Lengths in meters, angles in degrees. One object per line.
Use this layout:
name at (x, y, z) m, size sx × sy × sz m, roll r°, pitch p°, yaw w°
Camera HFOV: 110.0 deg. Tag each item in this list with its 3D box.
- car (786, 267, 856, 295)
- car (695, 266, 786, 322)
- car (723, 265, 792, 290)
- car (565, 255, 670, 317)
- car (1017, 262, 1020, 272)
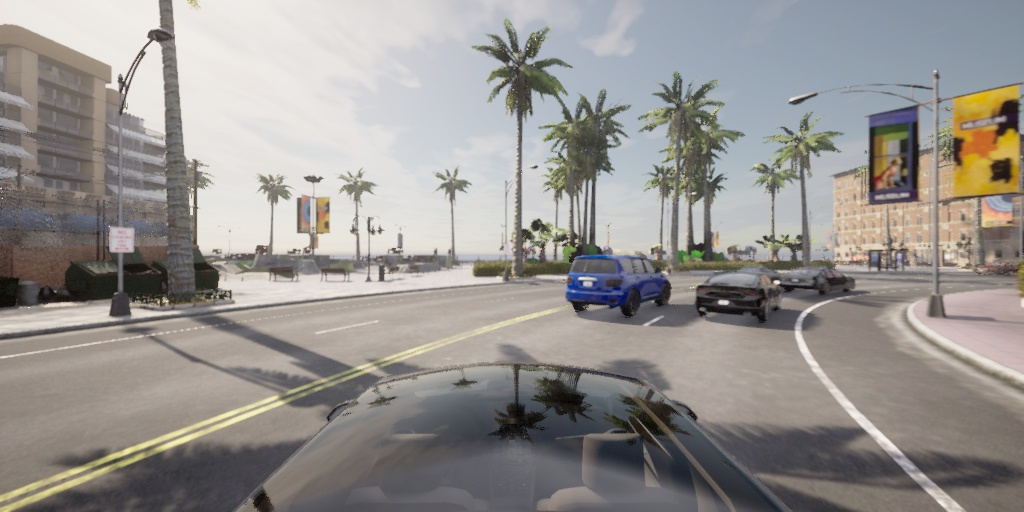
car at (16.841, 1.310, 19.799) m, size 5.357 × 1.411 × 2.033 m, roll 0°, pitch 0°, yaw -29°
car at (7.979, 1.233, 12.503) m, size 1.882 × 1.535 × 5.008 m, roll 0°, pitch 0°, yaw 43°
car at (15.911, 1.325, 23.225) m, size 4.181 × 1.385 × 1.994 m, roll 0°, pitch 0°, yaw -28°
car at (4.147, 0.976, 13.537) m, size 2.150 × 2.045 × 5.566 m, roll 0°, pitch 0°, yaw 40°
car at (53.554, 1.359, 35.282) m, size 4.181 × 1.385 × 1.994 m, roll 0°, pitch 0°, yaw 3°
